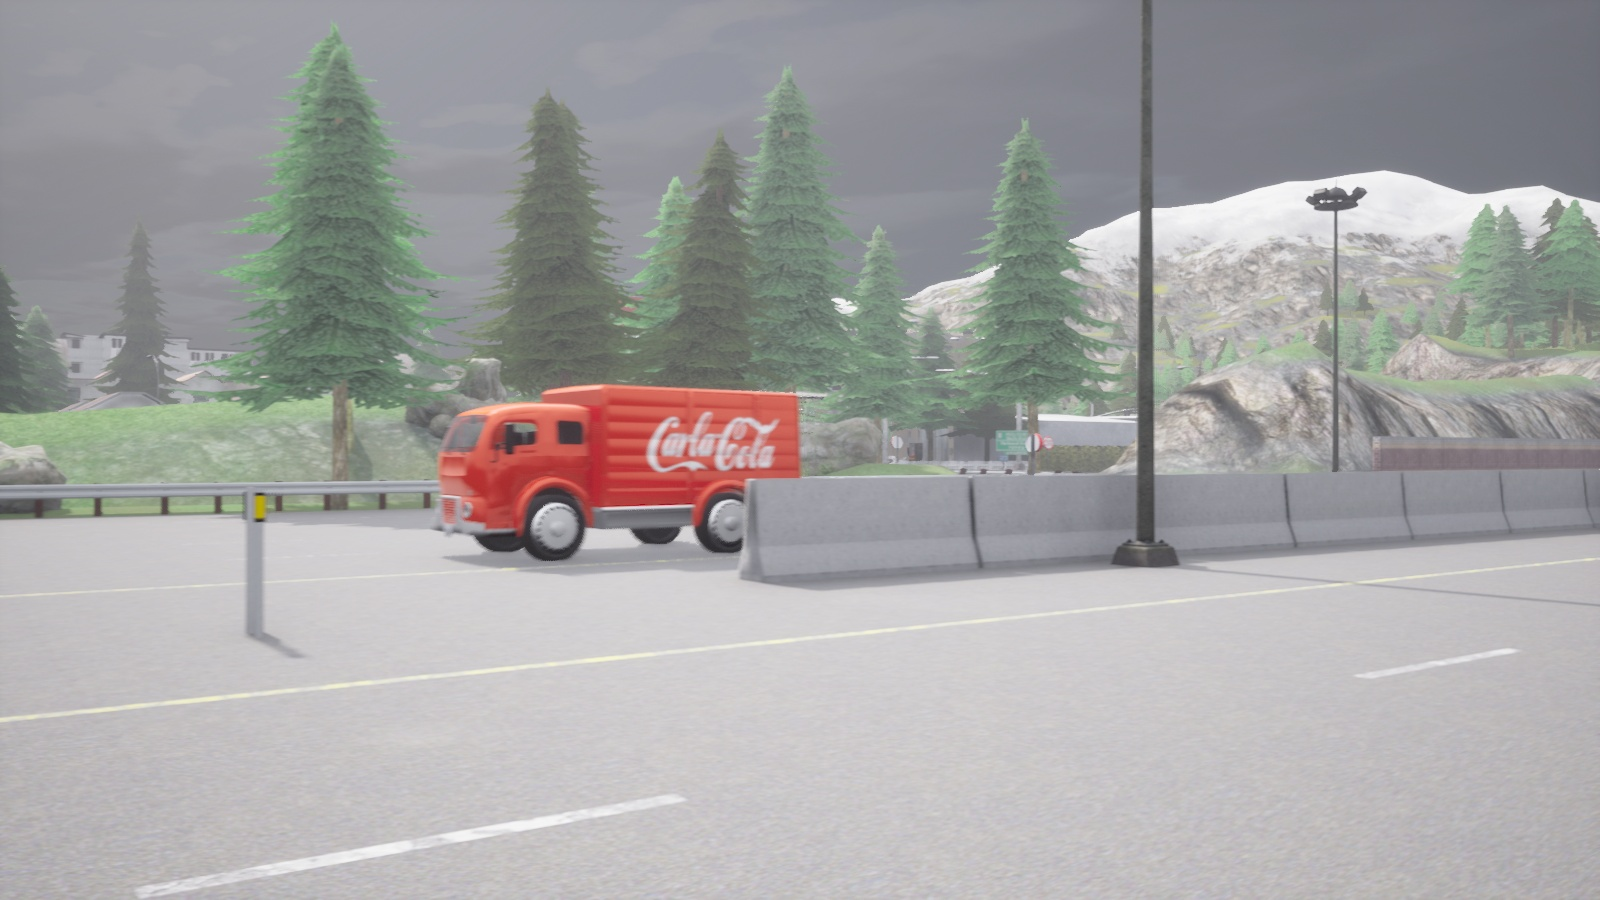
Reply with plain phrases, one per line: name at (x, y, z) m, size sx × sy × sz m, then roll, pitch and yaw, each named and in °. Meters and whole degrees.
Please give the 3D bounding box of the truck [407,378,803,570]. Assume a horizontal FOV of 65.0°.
truck at (-2.848, 0.312, 18.736) m, size 5.204 × 2.467 × 2.627 m, roll 0°, pitch 0°, yaw -35°
